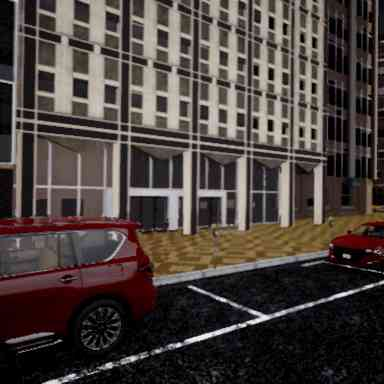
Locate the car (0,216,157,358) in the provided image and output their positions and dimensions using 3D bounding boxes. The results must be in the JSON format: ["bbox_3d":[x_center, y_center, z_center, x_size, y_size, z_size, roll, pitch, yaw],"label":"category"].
[{"bbox_3d":[-2.869,1.317,4.507,5.009,1.841,2.192,1,0,-36],"label":"car"}]

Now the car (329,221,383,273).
[{"bbox_3d":[6.390,1.672,11.117,4.507,1.381,1.887,1,0,-36],"label":"car"}]

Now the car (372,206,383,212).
[{"bbox_3d":[22.524,1.951,43.852,1.752,1.417,4.829,1,-1,-36],"label":"car"}]

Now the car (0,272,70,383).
[{"bbox_3d":[-3.103,1.504,1.164,4.674,1.442,1.812,1,0,-35],"label":"car"}]
